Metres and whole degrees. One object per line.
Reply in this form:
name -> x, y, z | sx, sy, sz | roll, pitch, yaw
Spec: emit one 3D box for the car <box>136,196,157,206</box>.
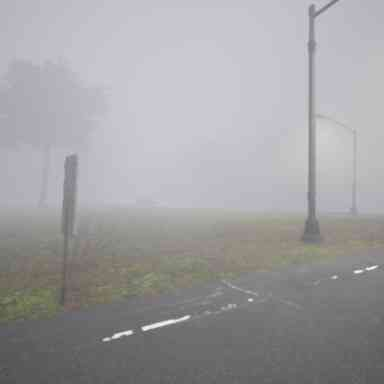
car -> -7.754, 1.512, 57.239 | 2.097, 1.767, 4.553 | 4, -3, -35
